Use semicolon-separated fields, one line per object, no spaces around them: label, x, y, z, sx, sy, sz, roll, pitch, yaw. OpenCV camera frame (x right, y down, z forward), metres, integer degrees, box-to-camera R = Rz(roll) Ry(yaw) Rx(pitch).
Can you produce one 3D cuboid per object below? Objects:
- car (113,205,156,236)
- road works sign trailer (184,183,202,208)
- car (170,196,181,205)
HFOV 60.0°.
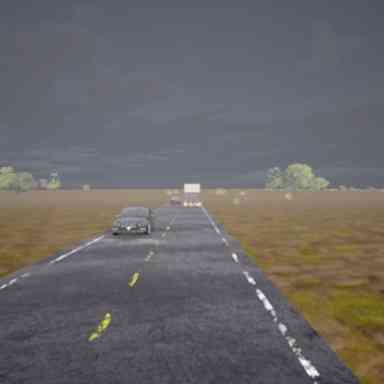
car;-3.094;1.514;18.652;1.837;1.490;4.892;0;0;0
road works sign trailer;0.013;0.491;48.581;2.380;3.560;2.880;0;0;0
car;-3.012;1.511;61.329;1.882;1.535;5.008;0;0;1
